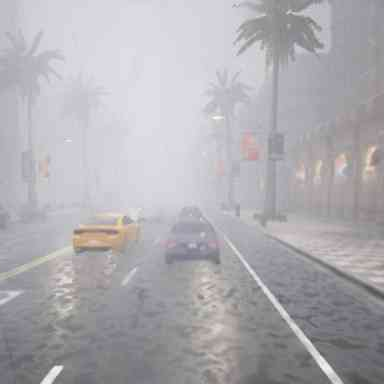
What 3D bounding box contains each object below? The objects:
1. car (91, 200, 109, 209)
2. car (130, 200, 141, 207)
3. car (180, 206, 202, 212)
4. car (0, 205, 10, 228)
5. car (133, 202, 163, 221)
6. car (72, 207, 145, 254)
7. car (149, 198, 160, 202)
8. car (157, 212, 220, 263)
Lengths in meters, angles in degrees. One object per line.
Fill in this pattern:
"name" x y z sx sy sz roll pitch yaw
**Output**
"car" -13.921 2.036 50.511 2.231 1.521 4.892 0 -1 -1
"car" -11.002 2.246 65.652 1.812 1.442 4.674 0 0 0
"car" -0.071 1.880 28.653 1.994 1.385 4.181 0 -1 0
"car" -13.617 1.588 21.141 2.185 1.767 4.553 0 -1 -1
"car" -3.574 1.844 28.902 1.812 1.442 4.674 0 0 0
"car" -3.453 1.635 14.214 1.882 1.535 5.008 0 0 0
"car" -7.506 2.075 65.739 2.097 1.767 4.553 0 -1 0
"car" 0.036 1.686 12.461 2.033 1.411 5.357 0 -1 1
